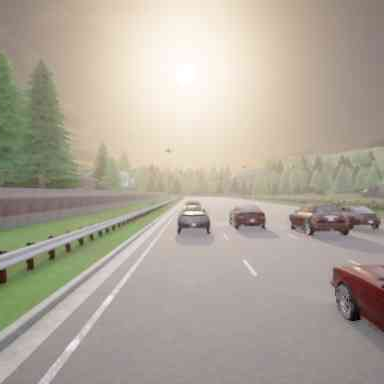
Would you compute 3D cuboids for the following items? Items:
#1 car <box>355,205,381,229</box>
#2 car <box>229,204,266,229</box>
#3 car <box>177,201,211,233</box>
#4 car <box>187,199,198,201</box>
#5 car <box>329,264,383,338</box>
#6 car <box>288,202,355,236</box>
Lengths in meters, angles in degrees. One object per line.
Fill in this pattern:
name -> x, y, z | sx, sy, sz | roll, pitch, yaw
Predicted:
car -> 10.599, 1.608, 22.034 | 1.812, 1.442, 4.674 | 0, 0, 0
car -> 3.598, 1.556, 22.264 | 1.882, 1.535, 5.008 | 0, 0, 0
car -> 0.099, 1.560, 20.119 | 2.128, 1.511, 4.902 | 0, 0, 0
car -> 0.098, 1.635, 38.508 | 1.837, 1.490, 4.892 | 0, 0, 0
car -> 3.597, 1.618, 4.366 | 1.895, 1.301, 4.718 | 0, 0, 0
car -> 7.098, 1.422, 19.118 | 2.097, 1.767, 4.553 | 0, 0, 0
